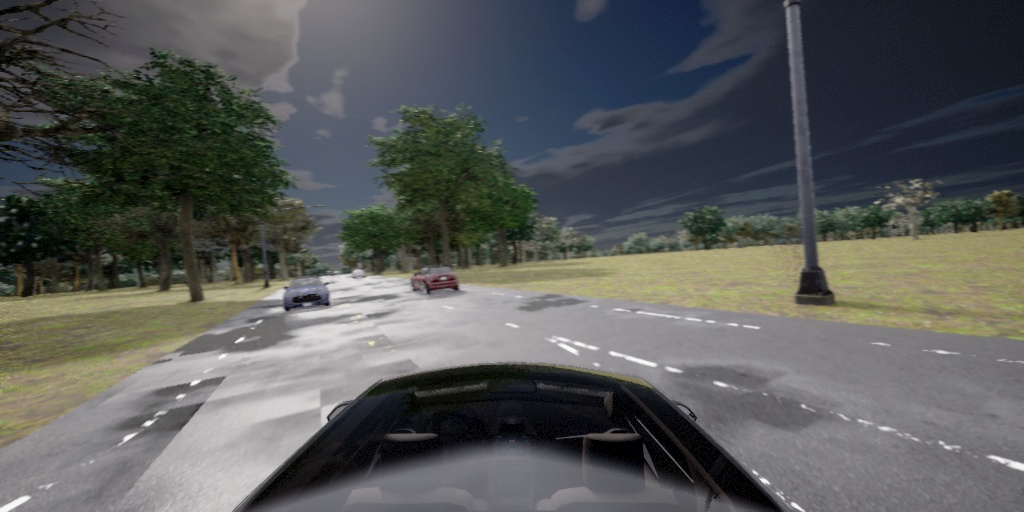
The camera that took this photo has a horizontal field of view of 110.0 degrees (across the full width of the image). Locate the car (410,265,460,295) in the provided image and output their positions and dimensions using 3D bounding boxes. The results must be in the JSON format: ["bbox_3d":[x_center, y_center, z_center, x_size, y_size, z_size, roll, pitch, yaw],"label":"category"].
[{"bbox_3d":[-5.054,1.406,22.934,2.097,1.767,4.553,-5,0,-29],"label":"car"}]

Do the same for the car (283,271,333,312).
[{"bbox_3d":[-11.353,1.926,19.901,2.097,1.767,4.553,-5,0,-29],"label":"car"}]
